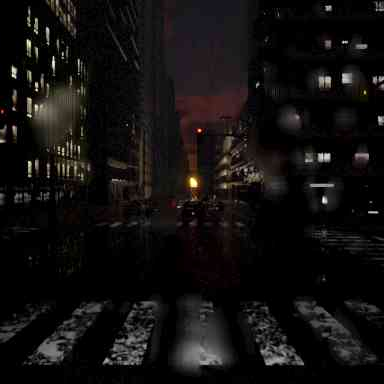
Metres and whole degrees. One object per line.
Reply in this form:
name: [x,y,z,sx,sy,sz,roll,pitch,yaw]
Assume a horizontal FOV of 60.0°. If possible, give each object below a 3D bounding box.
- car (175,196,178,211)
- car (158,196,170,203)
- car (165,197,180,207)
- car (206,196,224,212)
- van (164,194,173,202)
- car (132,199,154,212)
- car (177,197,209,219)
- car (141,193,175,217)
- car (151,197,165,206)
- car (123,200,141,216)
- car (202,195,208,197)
car: [-3.005,1.209,41.641,2.150,2.045,5.566,0,0,0]
car: [-5.559,1.529,66.960,1.887,1.381,4.507,-1,0,0]
car: [-2.976,1.534,52.186,2.033,1.411,5.357,0,0,0]
car: [2.759,1.540,38.669,2.008,1.369,4.403,-1,0,0]
van: [-5.537,1.323,78.270,1.690,1.788,3.998,-1,0,0]
car: [-5.620,1.555,38.687,1.947,1.339,4.313,-1,0,0]
car: [0.133,1.484,28.649,2.128,1.511,4.902,0,0,1]
car: [-3.037,1.213,31.163,2.150,2.045,5.566,0,0,0]
car: [-5.583,1.531,55.651,1.887,1.381,4.507,-1,0,0]
car: [-5.633,1.516,32.863,1.752,1.417,4.829,-1,0,0]
car: [2.832,1.423,72.597,1.967,1.590,4.097,-1,0,0]
